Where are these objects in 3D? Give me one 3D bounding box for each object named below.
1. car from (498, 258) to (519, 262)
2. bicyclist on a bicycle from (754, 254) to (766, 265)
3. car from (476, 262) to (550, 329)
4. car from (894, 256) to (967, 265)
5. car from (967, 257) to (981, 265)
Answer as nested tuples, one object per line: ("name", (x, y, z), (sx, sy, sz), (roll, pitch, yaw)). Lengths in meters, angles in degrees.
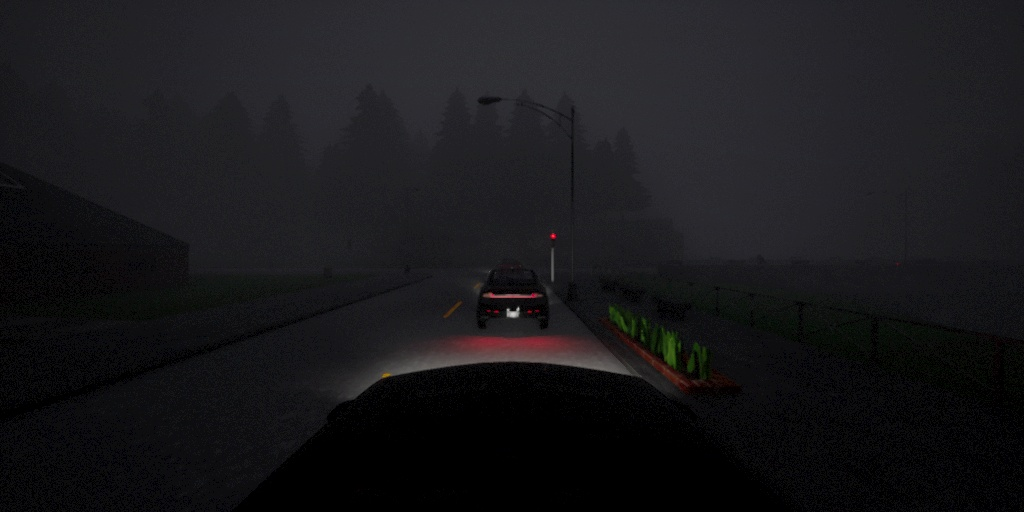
("car", (-0.263, 0.887, 30.288), (1.994, 1.385, 4.181), (0, 1, -7))
("bicyclist on a bicycle", (21.248, 0.660, 30.695), (0.582, 1.620, 1.656), (0, 1, 0))
("car", (0.031, 1.107, 10.703), (2.128, 1.511, 4.902), (0, 1, 0))
("car", (40.493, 0.844, 34.927), (4.718, 1.301, 1.895), (0, 1, 0))
("car", (48.049, 0.730, 38.921), (5.357, 1.411, 2.033), (0, 1, 1))
